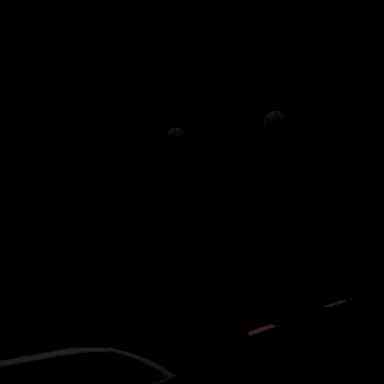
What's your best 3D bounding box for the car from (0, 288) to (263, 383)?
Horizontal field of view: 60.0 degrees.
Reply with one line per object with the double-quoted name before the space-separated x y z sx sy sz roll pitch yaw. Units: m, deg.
"car" -1.732 1.491 1.835 4.902 1.511 2.128 0 0 -35
